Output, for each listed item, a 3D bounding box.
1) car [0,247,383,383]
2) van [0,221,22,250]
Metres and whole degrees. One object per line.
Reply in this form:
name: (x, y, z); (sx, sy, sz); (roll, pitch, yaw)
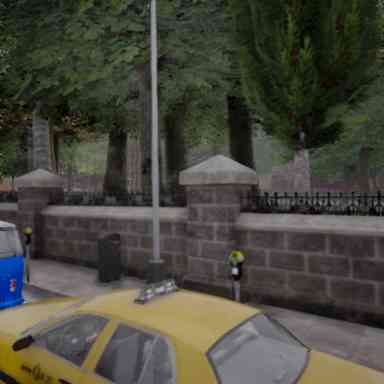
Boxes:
car: (-0.542, 1.527, 3.210); (4.829, 1.417, 1.752); (0, -1, 36)
van: (-4.838, 1.347, 6.279); (3.998, 1.788, 1.690); (0, -1, 36)
